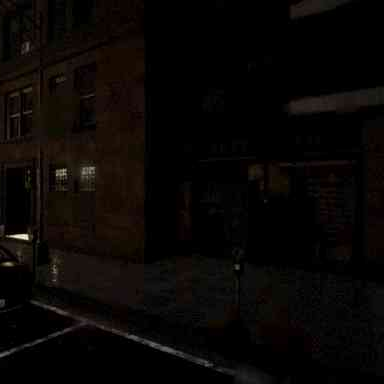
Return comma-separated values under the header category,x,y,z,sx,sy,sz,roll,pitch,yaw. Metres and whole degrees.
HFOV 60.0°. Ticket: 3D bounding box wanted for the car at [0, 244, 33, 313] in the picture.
category,x,y,z,sx,sy,sz,roll,pitch,yaw
car,-4.863,1.551,6.539,4.403,1.369,2.008,0,0,35
